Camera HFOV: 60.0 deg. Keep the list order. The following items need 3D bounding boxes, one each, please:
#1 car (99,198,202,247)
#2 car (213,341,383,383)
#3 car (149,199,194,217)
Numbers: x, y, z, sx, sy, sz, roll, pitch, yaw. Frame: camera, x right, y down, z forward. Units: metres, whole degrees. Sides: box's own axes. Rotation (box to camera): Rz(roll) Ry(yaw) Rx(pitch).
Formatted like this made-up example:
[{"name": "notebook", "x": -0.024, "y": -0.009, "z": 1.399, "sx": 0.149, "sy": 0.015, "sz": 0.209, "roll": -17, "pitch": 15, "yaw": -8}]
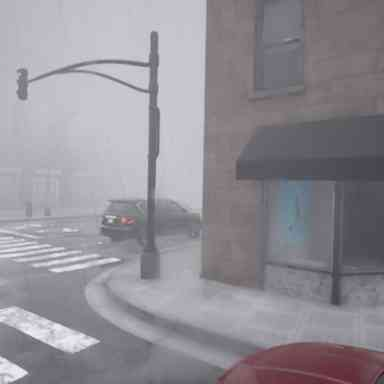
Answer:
[{"name": "car", "x": -1.692, "y": 1.304, "z": 15.760, "sx": 2.150, "sy": 2.045, "sz": 5.566, "roll": 2, "pitch": 0, "yaw": 38}, {"name": "car", "x": 2.069, "y": 1.554, "z": 1.474, "sx": 4.507, "sy": 1.381, "sz": 1.887, "roll": 1, "pitch": 1, "yaw": 36}, {"name": "car", "x": -1.907, "y": 1.491, "z": 32.132, "sx": 1.812, "sy": 1.442, "sz": 4.674, "roll": 2, "pitch": 1, "yaw": 36}]
